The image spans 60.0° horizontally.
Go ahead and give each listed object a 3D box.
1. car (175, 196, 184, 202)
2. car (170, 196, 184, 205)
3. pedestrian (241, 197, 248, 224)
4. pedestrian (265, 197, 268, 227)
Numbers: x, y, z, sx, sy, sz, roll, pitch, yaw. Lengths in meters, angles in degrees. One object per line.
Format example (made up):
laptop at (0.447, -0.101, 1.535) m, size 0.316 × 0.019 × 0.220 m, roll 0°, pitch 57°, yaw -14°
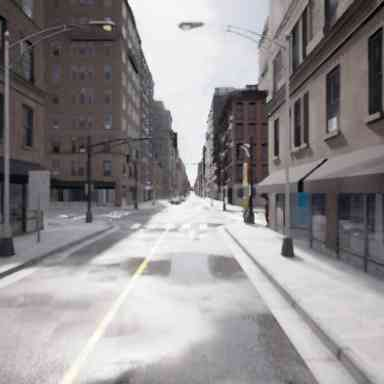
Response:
car at (-2.922, 1.655, 77.422) m, size 1.994 × 1.385 × 4.181 m, roll 0°, pitch 0°, yaw 0°
car at (-2.983, 1.634, 61.483) m, size 2.033 × 1.411 × 5.357 m, roll 0°, pitch 0°, yaw 1°
pedestrian at (3.524, 1.182, 21.848) m, size 0.375 × 1.860 × 0.375 m, roll 0°, pitch 0°, yaw 0°
pedestrian at (4.640, 1.226, 20.647) m, size 0.375 × 1.860 × 0.375 m, roll 0°, pitch 0°, yaw 0°
